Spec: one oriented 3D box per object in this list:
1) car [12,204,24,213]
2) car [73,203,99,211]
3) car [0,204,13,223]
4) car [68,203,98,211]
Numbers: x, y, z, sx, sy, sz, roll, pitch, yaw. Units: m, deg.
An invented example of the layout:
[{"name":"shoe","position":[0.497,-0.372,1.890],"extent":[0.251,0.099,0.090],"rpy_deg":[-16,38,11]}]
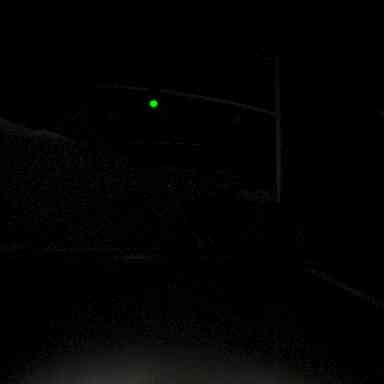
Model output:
[{"name":"car","position":[-27.607,2.533,50.825],"extent":[3.633,1.501,1.845],"rpy_deg":[0,-1,-4]},{"name":"car","position":[-21.090,2.929,66.314],"extent":[4.514,1.523,2.007],"rpy_deg":[0,-1,-4]},{"name":"car","position":[-18.281,2.069,29.036],"extent":[3.806,1.475,1.970],"rpy_deg":[0,-1,-4]},{"name":"car","position":[-20.810,2.846,63.191],"extent":[5.027,1.636,2.152],"rpy_deg":[0,-1,-4]}]
